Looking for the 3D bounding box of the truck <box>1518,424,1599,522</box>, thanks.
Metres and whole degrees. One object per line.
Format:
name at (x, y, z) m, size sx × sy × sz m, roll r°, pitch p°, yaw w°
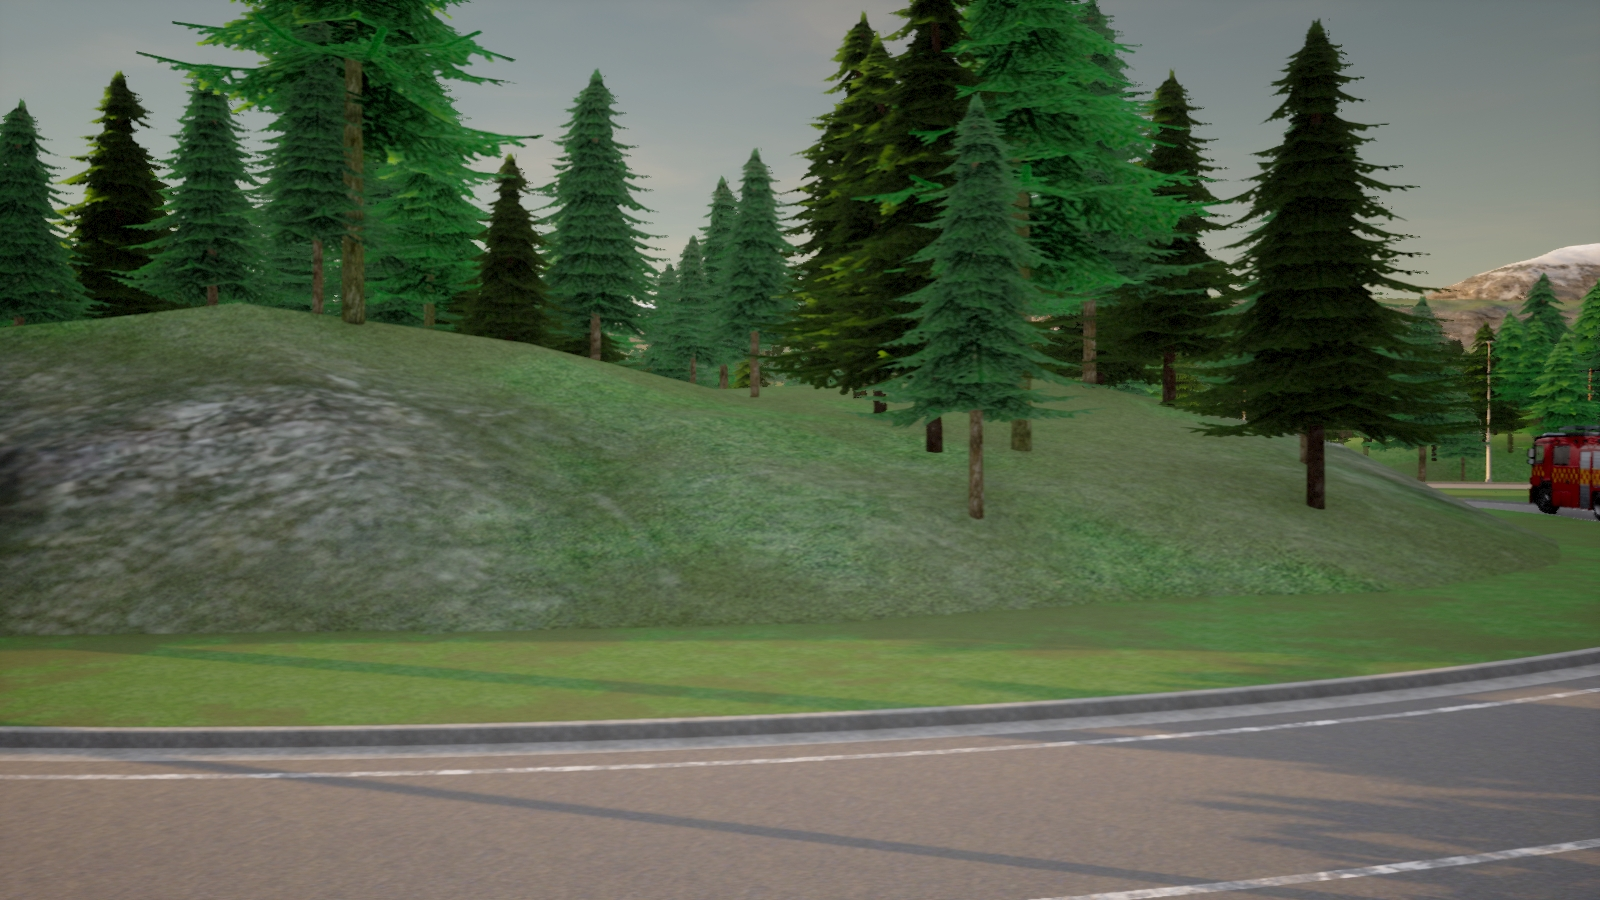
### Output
truck at (33.260, 0.890, 47.618) m, size 2.891 × 3.827 × 8.468 m, roll 0°, pitch 0°, yaw 12°
